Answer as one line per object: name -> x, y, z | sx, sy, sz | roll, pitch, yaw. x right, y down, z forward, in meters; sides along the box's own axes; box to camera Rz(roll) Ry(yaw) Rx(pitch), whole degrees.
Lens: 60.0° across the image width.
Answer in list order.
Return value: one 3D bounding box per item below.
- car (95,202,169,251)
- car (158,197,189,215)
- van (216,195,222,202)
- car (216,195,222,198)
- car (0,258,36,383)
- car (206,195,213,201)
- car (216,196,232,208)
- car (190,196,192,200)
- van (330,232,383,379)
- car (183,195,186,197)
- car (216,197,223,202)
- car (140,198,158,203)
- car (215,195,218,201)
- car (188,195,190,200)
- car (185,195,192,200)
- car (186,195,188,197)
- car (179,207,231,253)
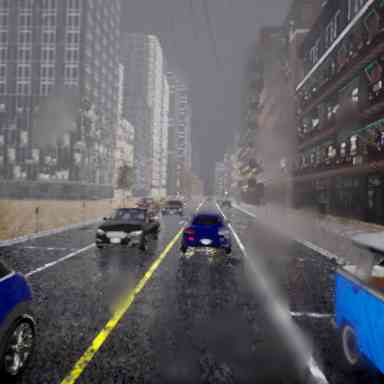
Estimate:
car -> -2.475, 1.406, 13.876 | 2.128, 1.511, 4.902 | 2, 0, 3
car -> -1.579, 1.474, 30.285 | 1.812, 1.442, 4.674 | 2, 0, 3
van -> 7.425, 1.652, 91.625 | 1.690, 1.788, 3.998 | 2, 0, 3
car -> 5.668, 1.763, 58.476 | 2.008, 1.369, 4.403 | 2, 0, 3
car -> -3.086, 1.246, 2.311 | 2.097, 1.767, 4.553 | 2, 0, 3
car -> 4.573, 1.803, 88.761 | 1.895, 1.301, 4.718 | 2, 0, 3
car -> 5.377, 1.749, 52.950 | 2.008, 1.369, 4.403 | 2, 0, 3
car -> -1.537, 1.515, 80.848 | 1.752, 1.417, 4.829 | 2, 0, 3
van -> 2.759, 1.434, 3.226 | 1.690, 1.788, 3.998 | 2, 0, 3
car -> -2.692, 1.368, 58.919 | 1.967, 1.590, 4.097 | 2, 0, 3
car -> 7.125, 1.875, 86.100 | 1.802, 1.307, 4.206 | 2, 0, 3
car -> -4.151, 1.301, 31.293 | 1.967, 1.590, 4.097 | 2, 0, 3
car -> 6.547, 1.698, 75.050 | 1.967, 1.590, 4.097 | 2, 0, 3
car -> -2.112, 1.502, 69.967 | 1.887, 1.381, 4.507 | 2, 0, 3
car -> -0.947, 1.609, 92.068 | 1.802, 1.307, 4.206 | 2, 0, 3
car -> -2.404, 1.493, 64.443 | 2.008, 1.369, 4.403 | 2, 0, 3
car -> 0.614, 1.546, 13.746 | 1.812, 1.442, 4.674 | 2, 0, 3
